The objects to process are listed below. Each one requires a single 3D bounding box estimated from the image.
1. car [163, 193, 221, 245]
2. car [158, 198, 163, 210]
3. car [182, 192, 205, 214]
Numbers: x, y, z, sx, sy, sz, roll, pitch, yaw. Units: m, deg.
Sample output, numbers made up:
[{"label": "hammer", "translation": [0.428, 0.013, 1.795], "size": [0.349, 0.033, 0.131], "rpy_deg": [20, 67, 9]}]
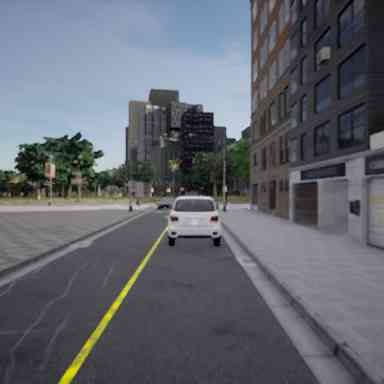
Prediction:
[{"label": "car", "translation": [0.102, 1.169, 15.302], "size": [2.150, 2.045, 5.566], "rpy_deg": [0, 1, 0]}, {"label": "car", "translation": [-3.002, 1.371, 39.927], "size": [2.033, 1.411, 5.357], "rpy_deg": [0, 0, 0]}, {"label": "car", "translation": [0.102, 1.074, 33.968], "size": [2.150, 2.045, 5.566], "rpy_deg": [0, 0, 0]}]
